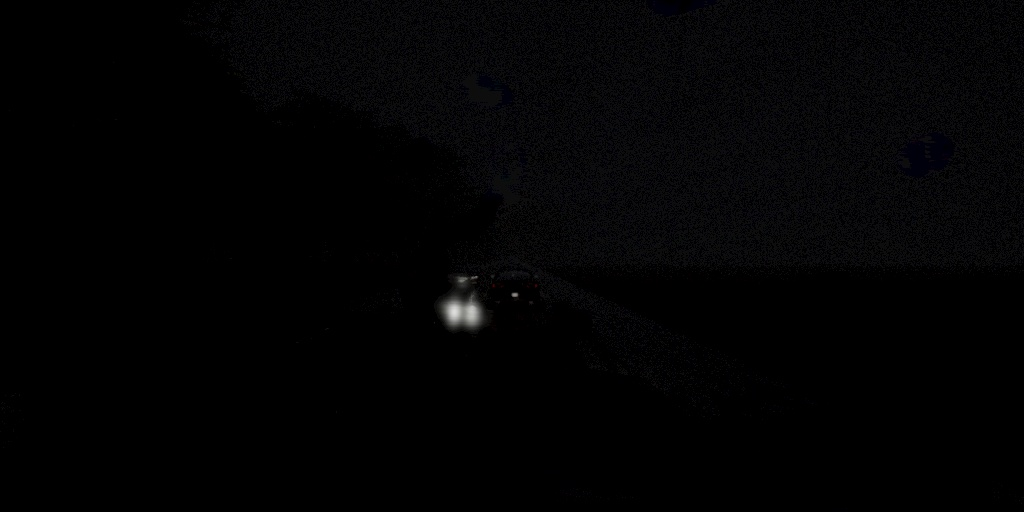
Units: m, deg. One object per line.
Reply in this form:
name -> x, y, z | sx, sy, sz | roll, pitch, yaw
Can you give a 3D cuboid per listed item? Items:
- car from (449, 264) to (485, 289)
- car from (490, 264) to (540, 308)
car -> -2.807, 1.244, 23.107 | 2.128, 1.511, 4.902 | 0, 0, 0
car -> 0.103, 1.227, 15.195 | 1.882, 1.535, 5.008 | 0, 0, 0
